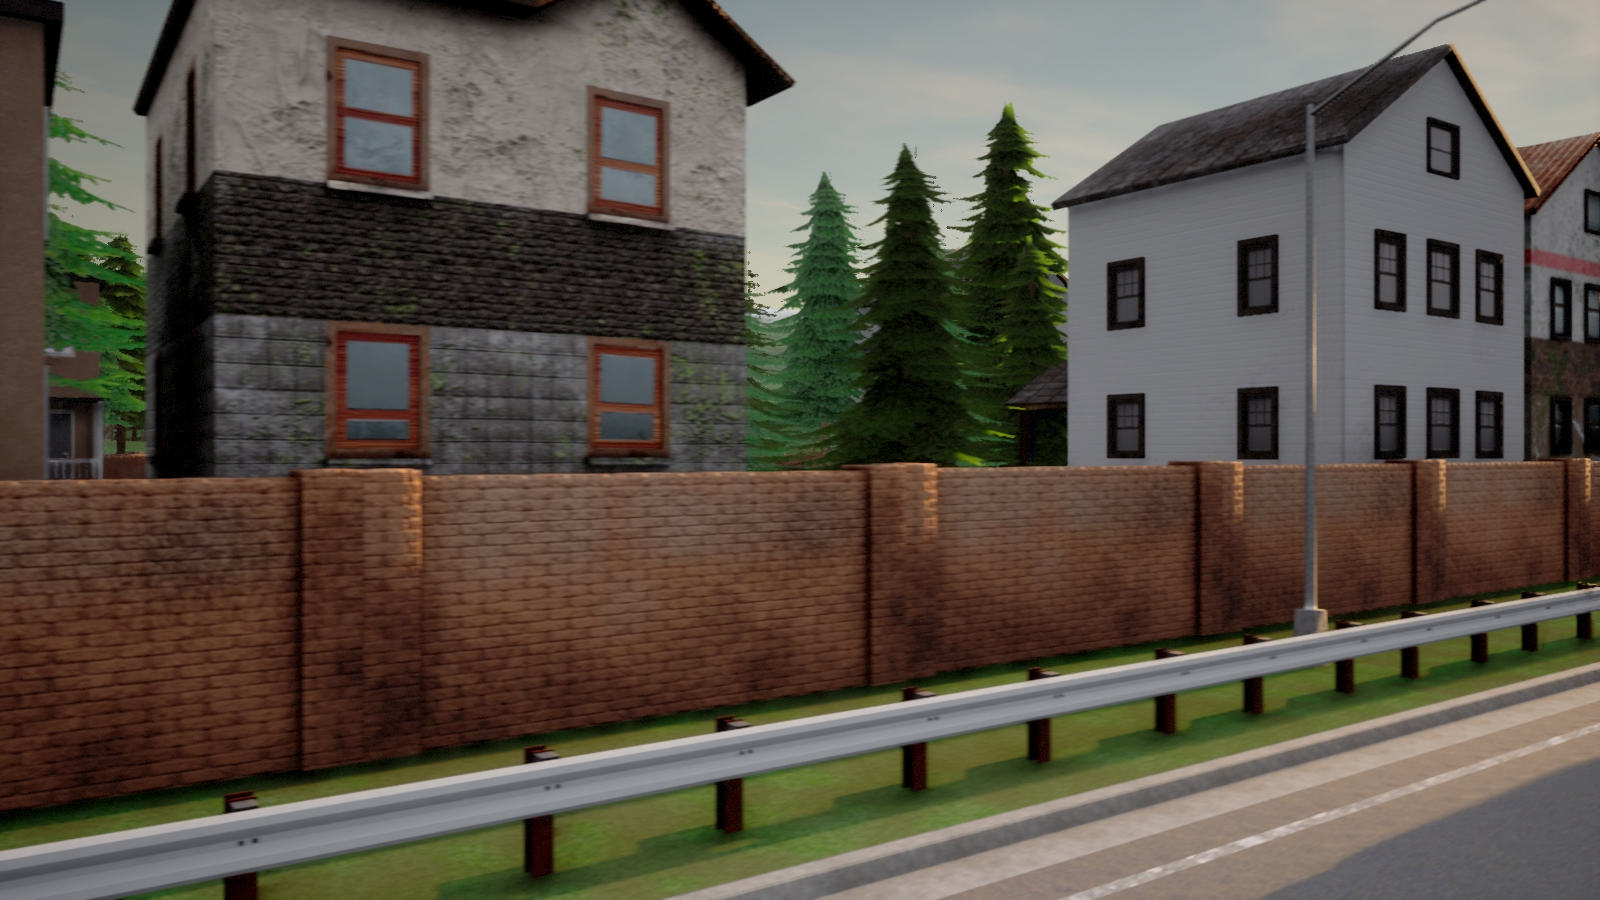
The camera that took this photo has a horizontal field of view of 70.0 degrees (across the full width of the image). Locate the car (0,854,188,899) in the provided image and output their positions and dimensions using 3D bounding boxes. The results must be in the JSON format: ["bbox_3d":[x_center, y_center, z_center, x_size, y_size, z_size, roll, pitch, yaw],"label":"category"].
[{"bbox_3d":[-3.270,2.040,1.496,4.514,1.525,2.007,0,0,-35],"label":"car"}]
